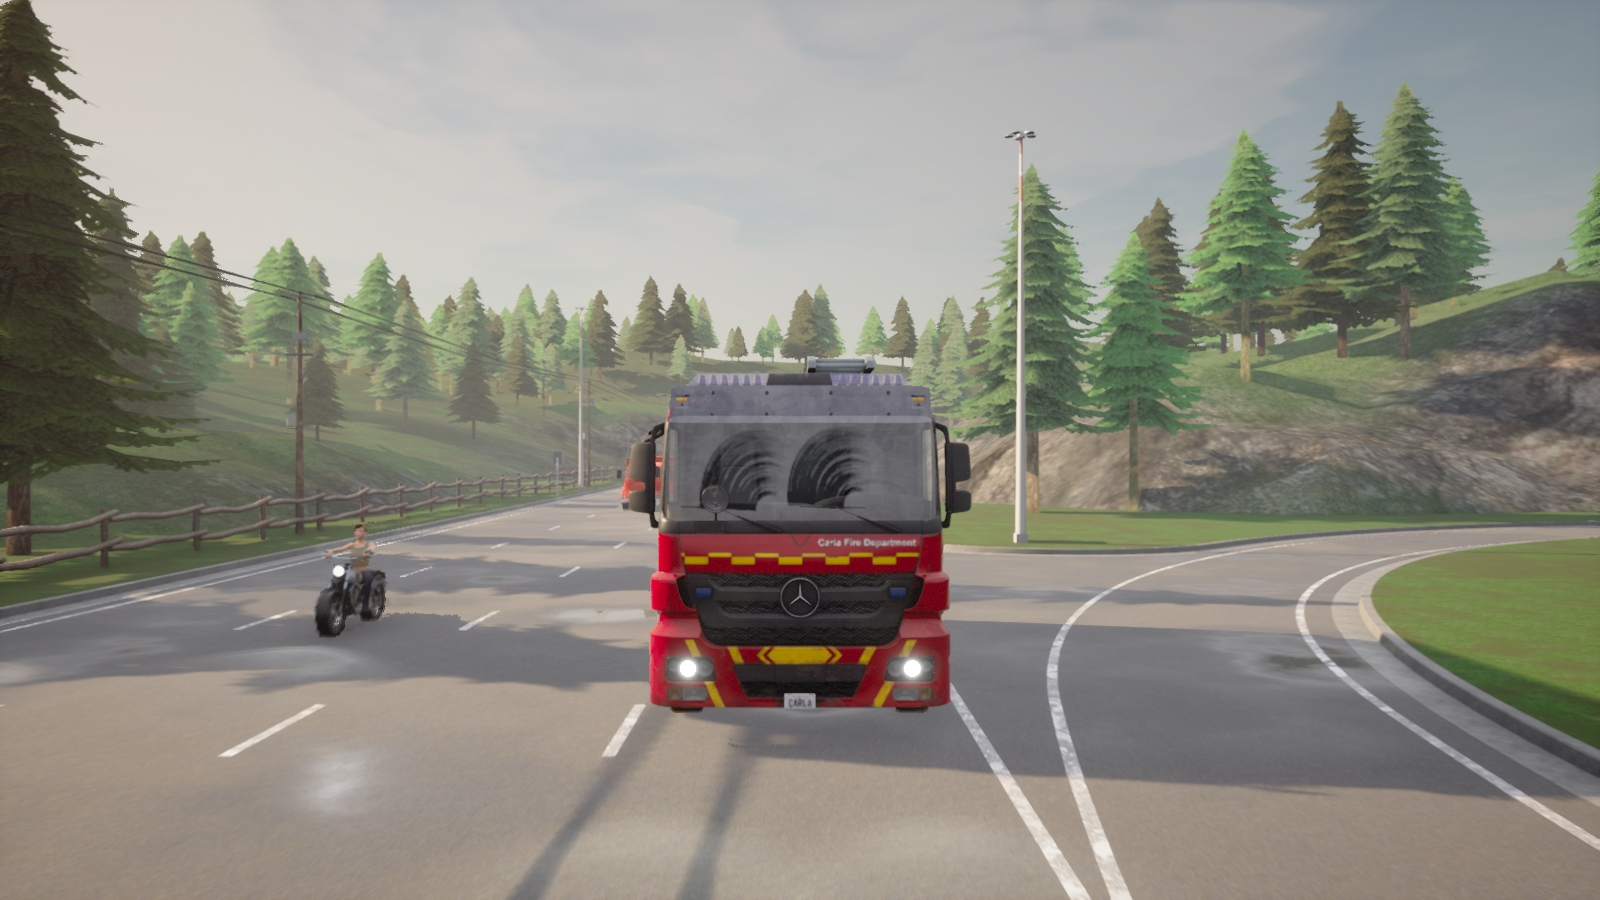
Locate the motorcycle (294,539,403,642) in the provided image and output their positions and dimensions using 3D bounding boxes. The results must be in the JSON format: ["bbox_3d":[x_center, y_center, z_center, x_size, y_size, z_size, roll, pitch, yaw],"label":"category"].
[{"bbox_3d":[-6.993,2.141,17.851,0.764,1.307,2.356,0,0,0],"label":"motorcycle"}]

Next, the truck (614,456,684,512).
[{"bbox_3d":[-6.996,1.529,53.520,2.627,2.467,5.204,0,0,0],"label":"truck"}]

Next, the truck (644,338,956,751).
[{"bbox_3d":[-0.005,0.880,14.833,2.891,3.827,8.468,0,0,0],"label":"truck"}]
